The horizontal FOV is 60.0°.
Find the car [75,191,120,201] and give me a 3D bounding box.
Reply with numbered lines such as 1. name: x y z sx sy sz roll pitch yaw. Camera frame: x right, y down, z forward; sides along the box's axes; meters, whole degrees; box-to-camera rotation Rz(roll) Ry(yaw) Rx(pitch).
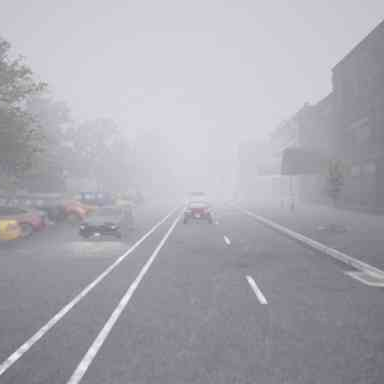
1. car: -9.117 1.006 27.450 5.566 2.045 2.435 -1 1 -19

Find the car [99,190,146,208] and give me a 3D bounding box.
1. car: -8.866 0.831 42.242 5.566 2.045 2.435 -1 1 -19

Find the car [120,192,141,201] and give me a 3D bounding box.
1. car: -8.773 1.148 36.417 5.366 1.575 1.946 -1 0 -19

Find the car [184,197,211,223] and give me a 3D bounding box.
1. car: 0.400 1.337 23.511 1.812 1.442 4.674 0 1 1

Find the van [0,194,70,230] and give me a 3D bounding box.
1. van: -9.340 1.122 18.536 4.442 1.987 1.878 -1 1 -19

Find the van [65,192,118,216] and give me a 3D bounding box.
1. van: -9.146 1.000 30.377 4.442 1.987 1.878 -1 1 -19

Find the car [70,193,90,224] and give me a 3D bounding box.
1. car: -9.213 1.193 21.534 4.553 1.767 2.185 -1 0 -19

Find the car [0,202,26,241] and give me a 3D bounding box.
1. car: -9.507 1.398 12.596 5.366 1.575 1.946 -1 1 -19

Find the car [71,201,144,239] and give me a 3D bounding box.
1. car: -4.060 1.422 16.985 2.033 1.411 5.357 0 1 1

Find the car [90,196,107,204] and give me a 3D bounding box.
1. car: -9.142 1.288 24.509 5.008 1.535 2.097 -1 0 -19

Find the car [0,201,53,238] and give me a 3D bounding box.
1. car: -9.307 1.403 15.609 4.792 1.488 2.163 -1 1 -19

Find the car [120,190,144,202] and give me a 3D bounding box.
1. car: -8.868 0.866 39.314 5.566 2.045 2.435 -1 0 -19

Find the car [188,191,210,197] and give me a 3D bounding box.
1. car: 0.678 0.842 40.303 2.150 2.045 5.566 0 1 1
